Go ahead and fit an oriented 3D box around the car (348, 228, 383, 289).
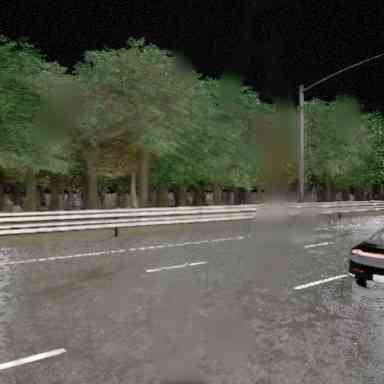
[{"bbox_3d":[5.676,1.491,7.916,4.902,1.511,2.128,0,0,-35],"label":"car"}]
